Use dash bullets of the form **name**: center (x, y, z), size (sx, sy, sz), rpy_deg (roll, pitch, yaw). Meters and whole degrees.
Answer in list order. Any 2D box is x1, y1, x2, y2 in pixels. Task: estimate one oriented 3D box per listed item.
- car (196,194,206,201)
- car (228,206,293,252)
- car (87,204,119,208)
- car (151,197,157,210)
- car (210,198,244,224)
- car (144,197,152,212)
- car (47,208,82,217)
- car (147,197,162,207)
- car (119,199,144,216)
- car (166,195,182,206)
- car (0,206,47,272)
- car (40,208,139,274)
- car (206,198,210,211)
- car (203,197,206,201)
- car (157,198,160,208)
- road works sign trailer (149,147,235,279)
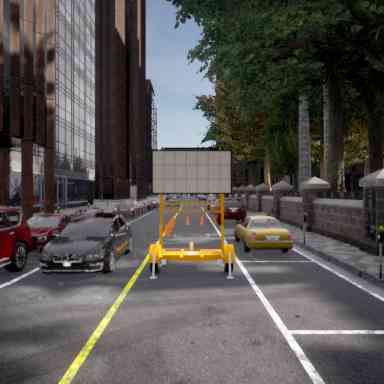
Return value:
- **car**: center (2.698, 1.489, 83.661), size (1.967, 1.590, 4.097), rpy_deg (0, 0, 0)
- **car**: center (2.753, 1.527, 13.665), size (1.752, 1.417, 4.829), rpy_deg (0, 0, 0)
- **car**: center (-5.776, 1.548, 18.942), size (1.887, 1.381, 4.507), rpy_deg (0, 0, 0)
- **car**: center (-5.793, 1.560, 40.770), size (1.887, 1.381, 4.507), rpy_deg (0, 0, 0)
- **car**: center (2.745, 1.321, 24.409), size (2.192, 1.841, 5.009), rpy_deg (0, 0, 0)
- **car**: center (-5.789, 1.563, 35.313), size (2.008, 1.369, 4.403), rpy_deg (0, 0, 0)
- **car**: center (-5.772, 1.546, 13.484), size (1.887, 1.381, 4.507), rpy_deg (0, 0, 0)
- **car**: center (-5.802, 1.547, 51.514), size (1.752, 1.417, 4.829), rpy_deg (0, 0, 0)
- **car**: center (-5.785, 1.449, 29.856), size (1.967, 1.590, 4.097), rpy_deg (0, 0, 0)
- **car**: center (-3.037, 1.571, 54.199), size (2.033, 1.411, 5.357), rpy_deg (0, 0, 0)
- **car**: center (-5.767, 1.315, 8.027), size (2.192, 1.841, 5.009), rpy_deg (0, 0, 0)
- **car**: center (-3.109, 1.502, 10.673), size (1.837, 1.490, 4.892), rpy_deg (0, 1, 0)
- **car**: center (2.736, 1.537, 35.492), size (1.752, 1.417, 4.829), rpy_deg (0, 0, 0)
- **car**: center (2.732, 1.581, 40.778), size (1.947, 1.339, 4.313), rpy_deg (0, 0, 0)
- **car**: center (-5.798, 1.459, 46.227), size (1.967, 1.590, 4.097), rpy_deg (0, 0, 0)
- **road works sign trailer**: center (-0.006, 0.465, 10.041), size (2.380, 3.560, 2.880), rpy_deg (0, 0, 0)
